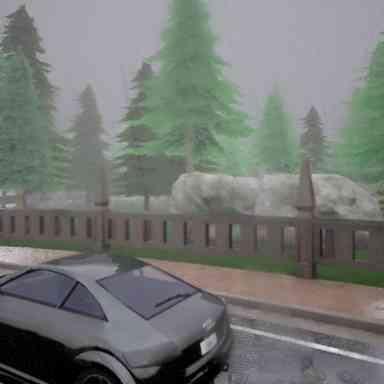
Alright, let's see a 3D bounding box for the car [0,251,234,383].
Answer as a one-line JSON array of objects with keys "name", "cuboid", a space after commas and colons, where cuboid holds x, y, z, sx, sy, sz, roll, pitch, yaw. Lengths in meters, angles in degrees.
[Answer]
[{"name": "car", "cuboid": [-1.565, 1.536, 4.441, 4.181, 1.385, 1.994, 0, 0, 30]}]
